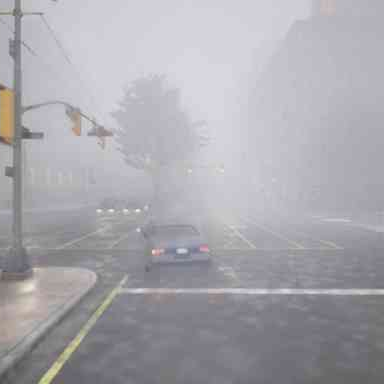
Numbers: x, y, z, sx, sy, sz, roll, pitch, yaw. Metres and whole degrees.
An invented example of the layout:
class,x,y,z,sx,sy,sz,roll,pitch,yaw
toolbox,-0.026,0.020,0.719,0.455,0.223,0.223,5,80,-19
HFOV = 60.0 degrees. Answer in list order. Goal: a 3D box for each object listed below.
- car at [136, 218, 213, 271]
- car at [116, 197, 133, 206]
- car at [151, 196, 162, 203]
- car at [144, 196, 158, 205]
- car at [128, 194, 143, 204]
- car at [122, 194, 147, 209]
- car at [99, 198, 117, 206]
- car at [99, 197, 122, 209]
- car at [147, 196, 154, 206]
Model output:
class,x,y,z,sx,sy,sz,roll,pitch,yaw
car,-0.782,1.573,11.042,2.033,1.411,5.357,0,0,-12
car,-11.488,1.635,56.970,1.837,1.490,4.892,0,0,0
car,-7.975,1.651,75.625,1.882,1.535,5.008,0,0,0
car,-7.978,1.642,65.529,2.128,1.511,4.902,0,0,0
car,-11.478,1.378,67.658,2.150,2.045,5.566,0,0,0
car,-8.065,1.460,46.979,2.097,1.767,4.553,0,0,0
car,-14.730,1.729,58.701,1.895,1.301,4.718,0,0,0
car,-11.562,1.459,46.793,2.097,1.767,4.553,0,0,0
car,-8.010,1.480,55.754,2.097,1.767,4.553,0,0,0
